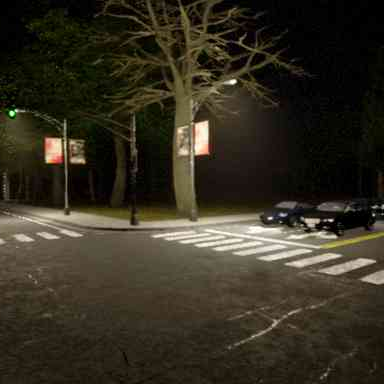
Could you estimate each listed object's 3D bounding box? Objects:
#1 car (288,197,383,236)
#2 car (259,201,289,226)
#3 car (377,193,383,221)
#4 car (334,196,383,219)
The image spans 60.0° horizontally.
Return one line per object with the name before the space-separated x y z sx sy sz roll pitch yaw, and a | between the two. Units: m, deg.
car | 7.233 1.193 16.371 4.902 1.511 2.128 -1 1 -38
car | 5.832 1.228 19.417 4.181 1.385 1.994 -1 1 -38
car | 14.385 0.914 22.023 4.553 1.767 2.097 -1 1 -39
car | 13.087 1.070 25.134 5.357 1.411 2.033 -1 1 -39
